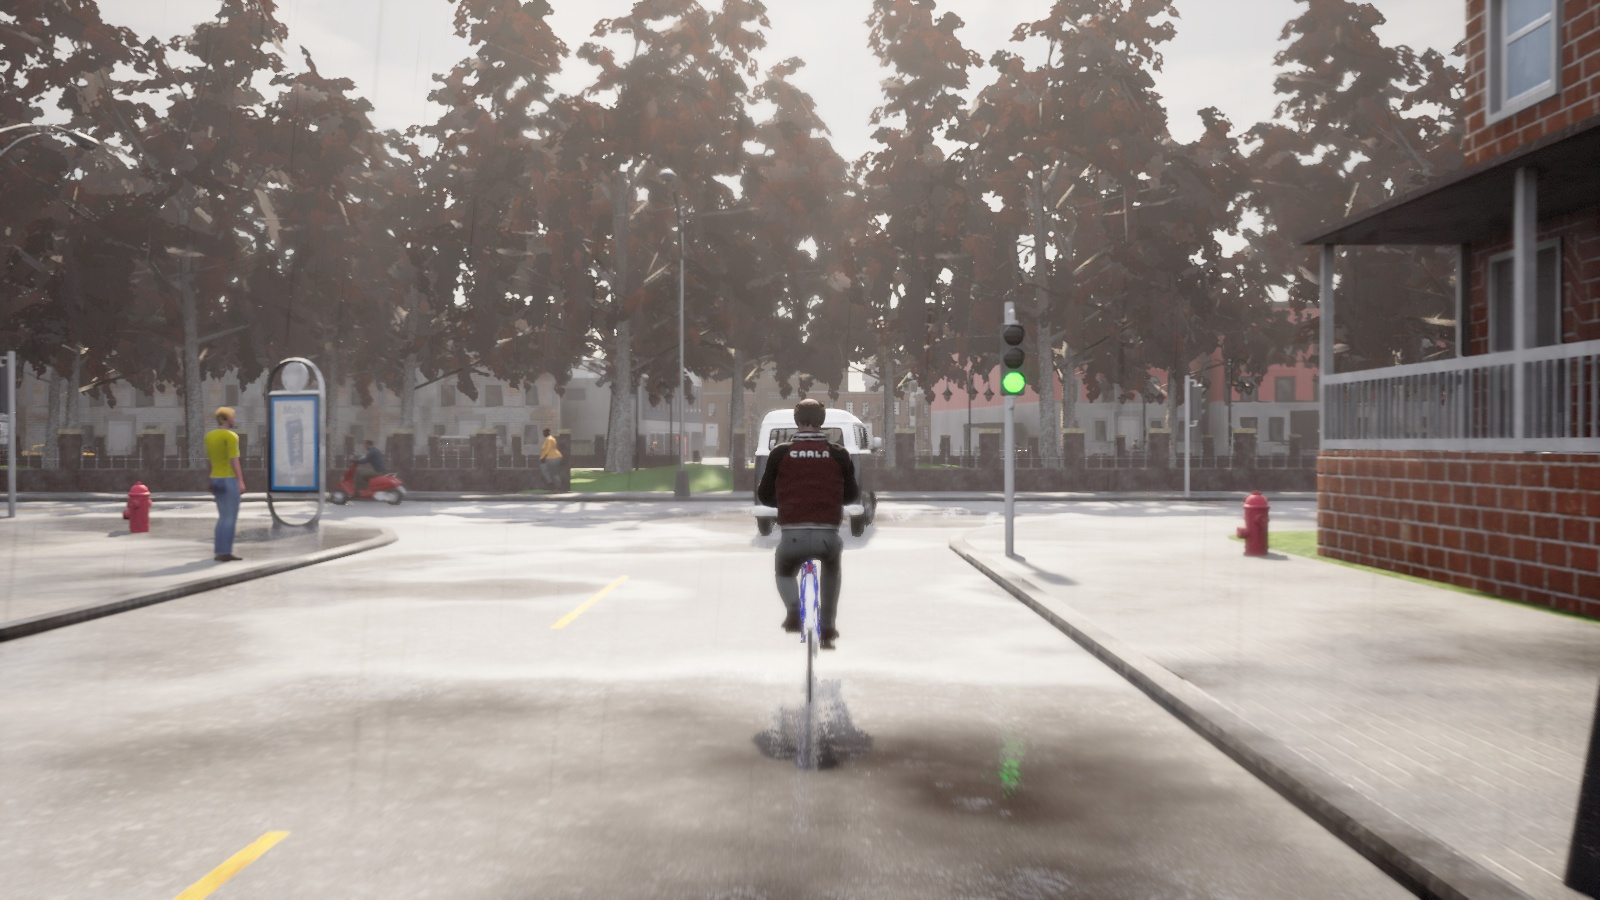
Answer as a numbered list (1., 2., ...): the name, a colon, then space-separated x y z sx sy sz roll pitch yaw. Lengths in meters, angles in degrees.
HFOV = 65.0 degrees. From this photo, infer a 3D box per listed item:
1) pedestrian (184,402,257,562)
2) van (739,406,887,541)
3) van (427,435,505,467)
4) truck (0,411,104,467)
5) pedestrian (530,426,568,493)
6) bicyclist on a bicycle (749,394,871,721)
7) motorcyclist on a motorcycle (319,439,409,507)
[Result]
1. pedestrian: -6.817 0.369 14.787 0.354 1.836 0.706 0 0 31
2. van: 0.345 0.351 21.478 2.069 2.038 4.480 -1 0 6
3. van: -21.043 0.044 79.190 4.442 1.987 1.775 0 0 0
4. truck: -48.700 -0.713 79.279 7.936 3.462 2.891 0 0 0
5. pedestrian: -7.025 0.256 35.189 0.900 1.855 0.874 0 0 1
6. bicyclist on a bicycle: 0.058 0.574 7.738 0.659 1.776 1.843 0 1 0
7. motorcyclist on a motorcycle: -10.311 0.527 29.719 1.817 1.590 0.866 0 1 3
